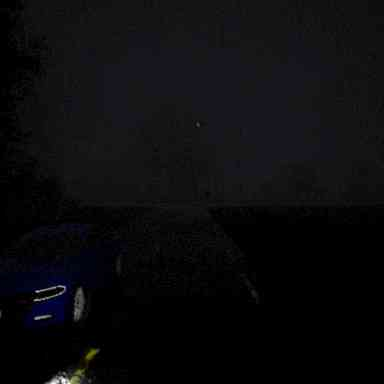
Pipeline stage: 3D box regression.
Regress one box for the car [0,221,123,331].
[{"bbox_3d":[-2.840,1.472,7.263,1.882,1.535,5.008,0,0,0],"label":"car"}]
